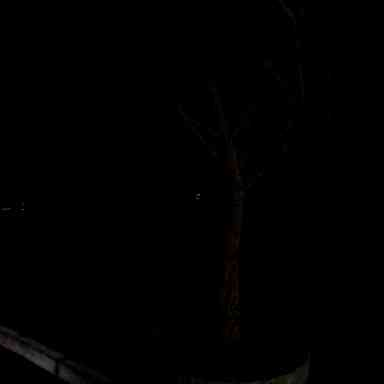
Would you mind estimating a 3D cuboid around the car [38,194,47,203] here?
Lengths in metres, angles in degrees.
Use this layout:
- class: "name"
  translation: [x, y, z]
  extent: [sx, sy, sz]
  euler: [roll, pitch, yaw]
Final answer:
- class: "car"
  translation: [-19.507, 1.050, 41.449]
  extent: [2.097, 1.767, 4.553]
  euler: [1, 0, 32]

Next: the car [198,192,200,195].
- class: "car"
  translation: [2.790, 0.932, 69.980]
  extent: [2.150, 2.045, 5.566]
  euler: [1, 0, 32]
